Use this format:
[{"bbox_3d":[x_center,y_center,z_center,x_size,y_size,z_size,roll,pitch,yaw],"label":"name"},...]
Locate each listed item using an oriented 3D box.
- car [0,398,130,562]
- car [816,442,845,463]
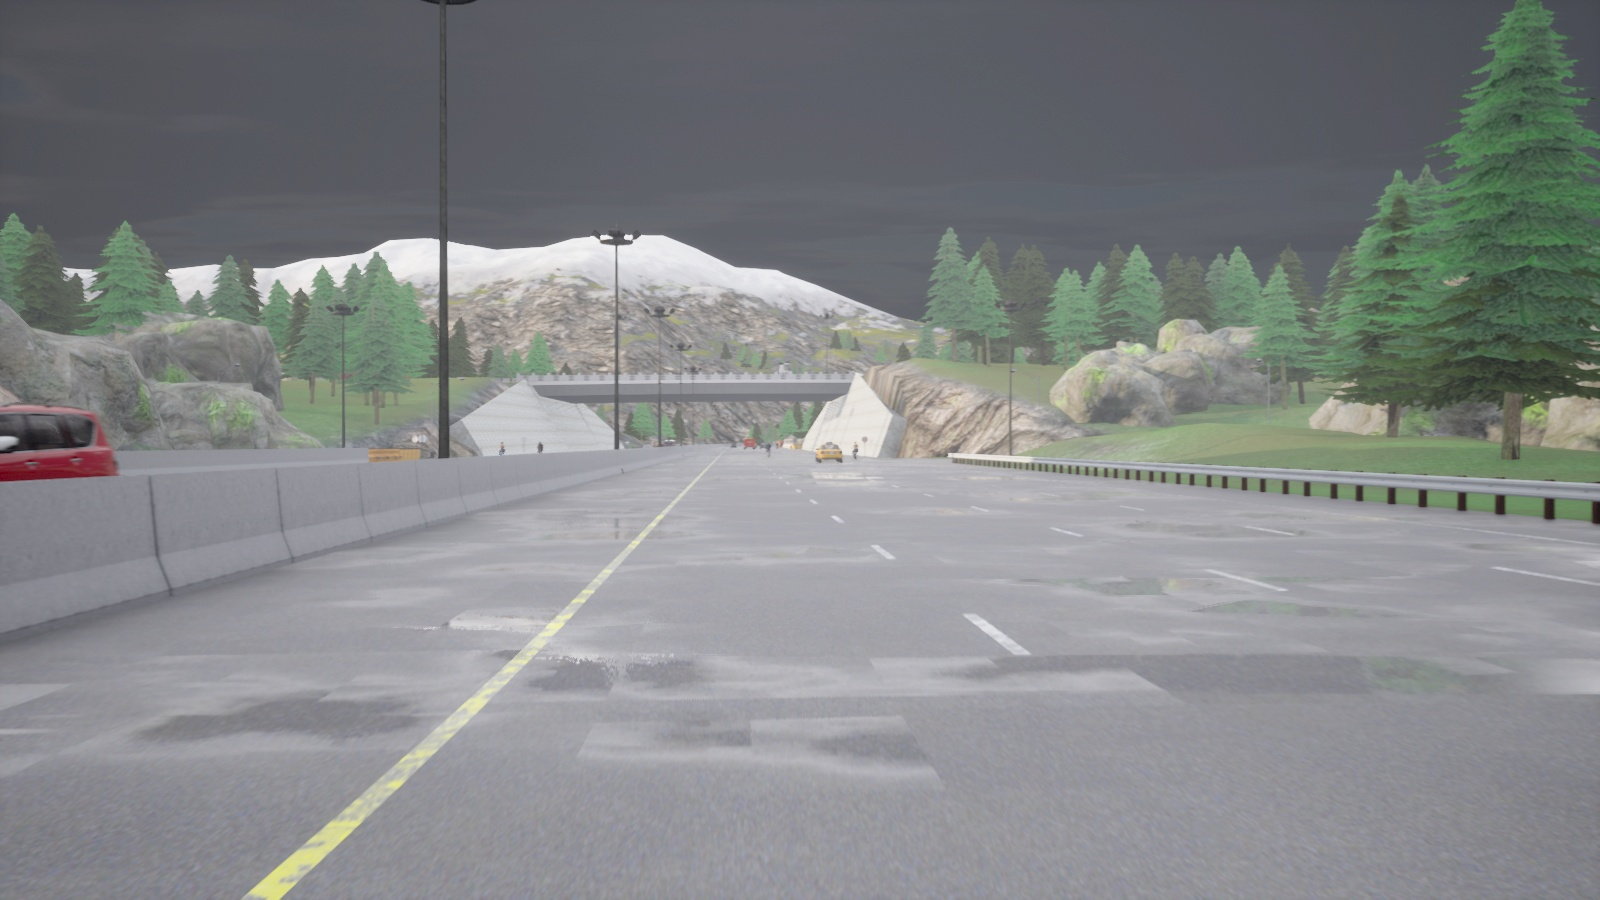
[{"bbox_3d":[-11.084,0.368,16.213,2.150,2.045,5.566,0,0,-3],"label":"car"},{"bbox_3d":[2.256,0.155,94.347,1.801,1.575,5.366,0,0,-3],"label":"car"}]
